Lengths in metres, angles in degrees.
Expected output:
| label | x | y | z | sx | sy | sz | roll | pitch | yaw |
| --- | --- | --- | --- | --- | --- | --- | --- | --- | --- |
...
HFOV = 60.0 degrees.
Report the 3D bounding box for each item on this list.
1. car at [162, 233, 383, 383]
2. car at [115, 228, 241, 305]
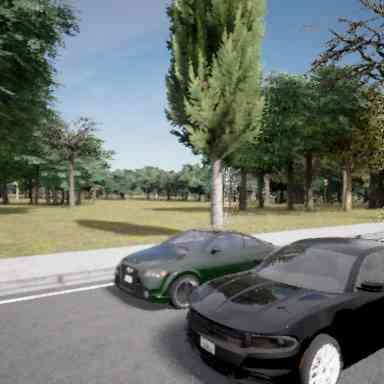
| label | x | y | z | sx | sy | sz | roll | pitch | yaw |
| --- | --- | --- | --- | --- | --- | --- | --- | --- | --- |
| car | 2.214 | 1.498 | 5.256 | 5.008 | 1.535 | 1.882 | 0 | 0 | -35 |
| car | 0.335 | 1.584 | 7.907 | 4.181 | 1.385 | 1.994 | 0 | 0 | -36 |
